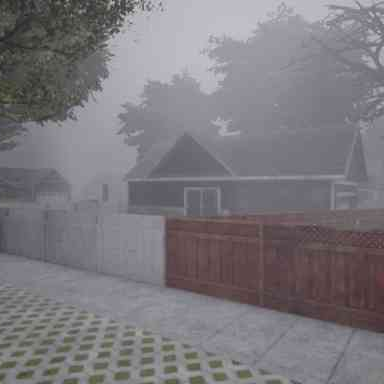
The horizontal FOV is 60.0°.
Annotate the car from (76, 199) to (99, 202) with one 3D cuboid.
[{"bbox_3d":[-12.345,1.573,38.399,1.837,1.490,4.892,1,0,35],"label":"car"}]
